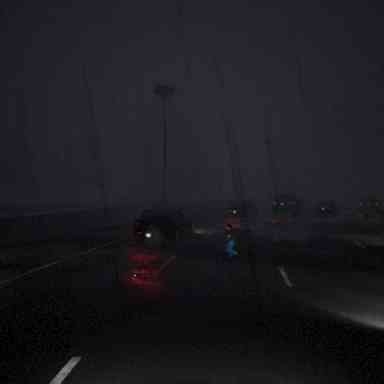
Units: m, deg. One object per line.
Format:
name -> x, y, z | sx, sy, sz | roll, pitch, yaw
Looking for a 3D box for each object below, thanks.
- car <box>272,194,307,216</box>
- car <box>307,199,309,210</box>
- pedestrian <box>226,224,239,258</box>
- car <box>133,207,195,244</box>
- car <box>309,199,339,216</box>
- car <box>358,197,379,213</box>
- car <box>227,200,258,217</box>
car -> 9.593, 1.222, 33.106 | 2.150, 2.045, 5.566 | 0, 0, 28
car -> 14.048, 1.564, 41.338 | 1.994, 1.385, 4.181 | 0, 0, 28
pedestrian -> 1.308, 1.574, 11.126 | 0.375, 1.300, 0.375 | 0, 0, 11
car -> -1.185, 1.503, 15.807 | 1.837, 1.490, 4.892 | 0, -1, 13
car -> 13.026, 1.547, 32.169 | 2.033, 1.411, 5.357 | 0, 0, 28
car -> 19.909, 1.352, 37.465 | 2.097, 1.767, 4.553 | 0, 0, 28
car -> 4.865, 1.504, 31.550 | 1.837, 1.490, 4.892 | 0, 0, 27
